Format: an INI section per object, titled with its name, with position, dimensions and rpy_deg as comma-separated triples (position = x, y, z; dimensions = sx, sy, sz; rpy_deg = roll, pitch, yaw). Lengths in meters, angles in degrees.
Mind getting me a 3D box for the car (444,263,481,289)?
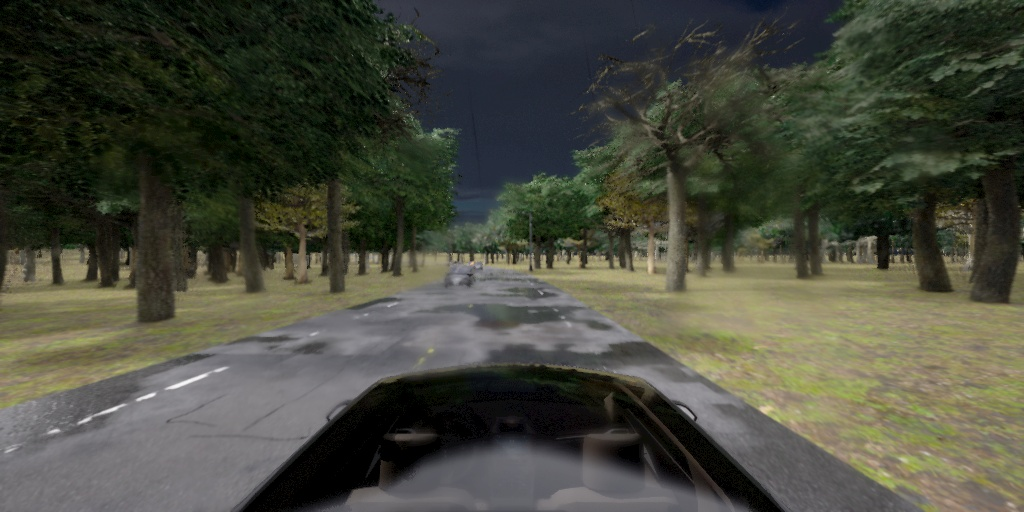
[car]
position = -3.700, 1.499, 25.958
dimensions = 2.128, 1.511, 4.902
rpy_deg = 0, -1, -1
